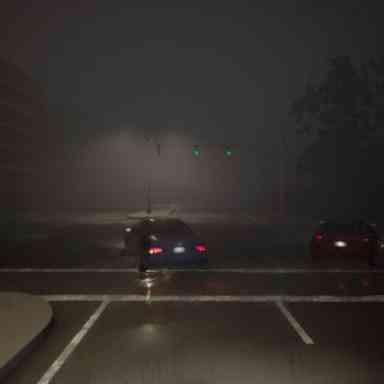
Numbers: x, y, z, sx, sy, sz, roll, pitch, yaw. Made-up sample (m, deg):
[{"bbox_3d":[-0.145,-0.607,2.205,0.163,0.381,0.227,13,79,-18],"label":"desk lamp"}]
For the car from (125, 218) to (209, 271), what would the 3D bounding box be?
[{"bbox_3d":[-1.070,1.562,11.108,2.033,1.411,5.357,0,0,-17],"label":"car"}]

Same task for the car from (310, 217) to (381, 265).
[{"bbox_3d":[5.602,1.580,12.036,1.994,1.385,4.181,0,0,30],"label":"car"}]
